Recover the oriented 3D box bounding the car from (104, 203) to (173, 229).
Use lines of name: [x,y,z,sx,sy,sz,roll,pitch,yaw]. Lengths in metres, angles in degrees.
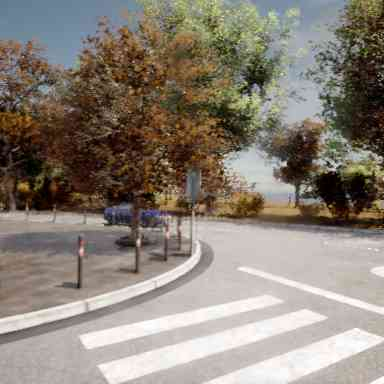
car: [-3.404,1.419,20.926,4.674,1.442,1.812,1,0,27]
